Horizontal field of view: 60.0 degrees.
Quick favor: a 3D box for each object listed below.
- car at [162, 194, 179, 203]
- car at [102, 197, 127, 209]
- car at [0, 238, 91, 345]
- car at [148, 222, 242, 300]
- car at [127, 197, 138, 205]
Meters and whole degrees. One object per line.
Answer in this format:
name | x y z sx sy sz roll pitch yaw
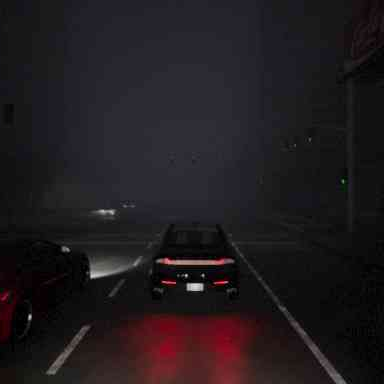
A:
car | -4.599 1.293 70.581 2.097 1.767 4.553 0 0 -27
car | -10.588 1.470 44.369 2.128 1.511 4.902 0 0 0
car | -3.442 1.561 6.395 1.994 1.385 4.181 0 0 0
car | 0.068 1.487 8.372 2.128 1.511 4.902 0 0 0
car | -10.542 1.520 57.578 2.033 1.411 5.357 0 0 0
